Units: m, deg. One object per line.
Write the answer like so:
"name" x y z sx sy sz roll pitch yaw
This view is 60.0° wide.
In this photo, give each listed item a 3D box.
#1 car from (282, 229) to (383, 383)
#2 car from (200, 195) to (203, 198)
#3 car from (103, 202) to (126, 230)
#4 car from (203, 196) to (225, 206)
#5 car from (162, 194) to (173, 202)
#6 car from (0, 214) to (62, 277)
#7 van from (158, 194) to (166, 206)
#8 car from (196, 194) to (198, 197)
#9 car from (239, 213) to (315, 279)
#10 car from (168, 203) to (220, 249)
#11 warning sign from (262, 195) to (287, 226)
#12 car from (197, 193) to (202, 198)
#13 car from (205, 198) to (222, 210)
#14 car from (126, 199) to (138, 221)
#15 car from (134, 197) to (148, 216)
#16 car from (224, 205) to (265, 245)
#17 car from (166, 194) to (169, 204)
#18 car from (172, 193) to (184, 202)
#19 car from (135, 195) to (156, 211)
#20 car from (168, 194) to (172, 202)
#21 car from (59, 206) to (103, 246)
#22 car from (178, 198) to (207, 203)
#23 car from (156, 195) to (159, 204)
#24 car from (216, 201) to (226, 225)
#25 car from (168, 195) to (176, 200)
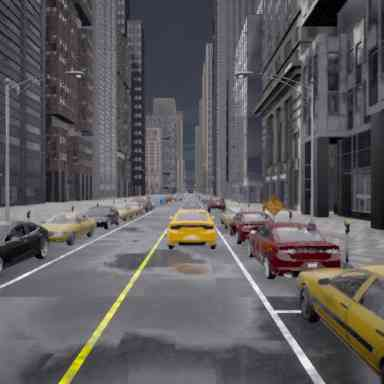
"car" 2.760 1.525 4.377 1.752 1.417 4.829 0 0 0
"car" 2.760 1.572 54.971 2.008 1.369 4.403 0 0 0
"car" -5.765 1.568 21.120 1.947 1.339 4.313 0 0 0
"car" 2.759 1.323 38.050 2.192 1.841 5.009 0 0 0
"car" -5.766 1.361 77.528 2.192 1.841 5.009 0 0 0
"car" -5.765 1.566 9.839 1.947 1.339 4.313 0 0 0
"van" -5.766 1.362 54.965 1.690 1.788 3.998 0 0 0
"car" 2.760 1.619 83.173 1.947 1.339 4.313 0 0 0
"car" 2.760 1.544 9.847 1.887 1.381 4.507 0 0 0
"car" 0.000 1.486 14.651 1.882 1.535 5.008 0 0 0
"warning sign" 5.070 1.117 20.554 1.300 1.860 1.060 0 0 0
"car" 2.759 1.479 71.892 1.967 1.590 4.097 0 0 0
"car" 2.760 1.563 43.690 2.008 1.369 4.403 0 0 0
"car" -5.765 1.529 26.591 1.752 1.417 4.829 0 0 0
"car" -5.765 1.531 32.232 1.752 1.417 4.829 0 0 0
"car" 2.760 1.545 15.488 1.887 1.381 4.507 0 0 0
"car" -5.765 1.577 60.605 2.008 1.369 4.403 0 0 0
"car" -3.000 1.503 75.956 1.837 1.490 4.892 0 0 0
"car" -5.766 1.324 38.043 2.192 1.841 5.009 0 0 0
"car" -5.766 1.347 66.246 2.192 1.841 5.009 0 0 0
"car" -5.765 1.526 15.309 1.752 1.417 4.829 0 0 0
"car" 0.000 1.569 29.651 2.033 1.411 5.357 0 0 0
"car" -5.765 1.537 43.513 1.752 1.417 4.829 0 0 0
"car" 2.760 1.527 21.298 1.752 1.417 4.829 0 0 0
"car" -5.765 1.632 94.450 1.947 1.339 4.313 0 0 0
